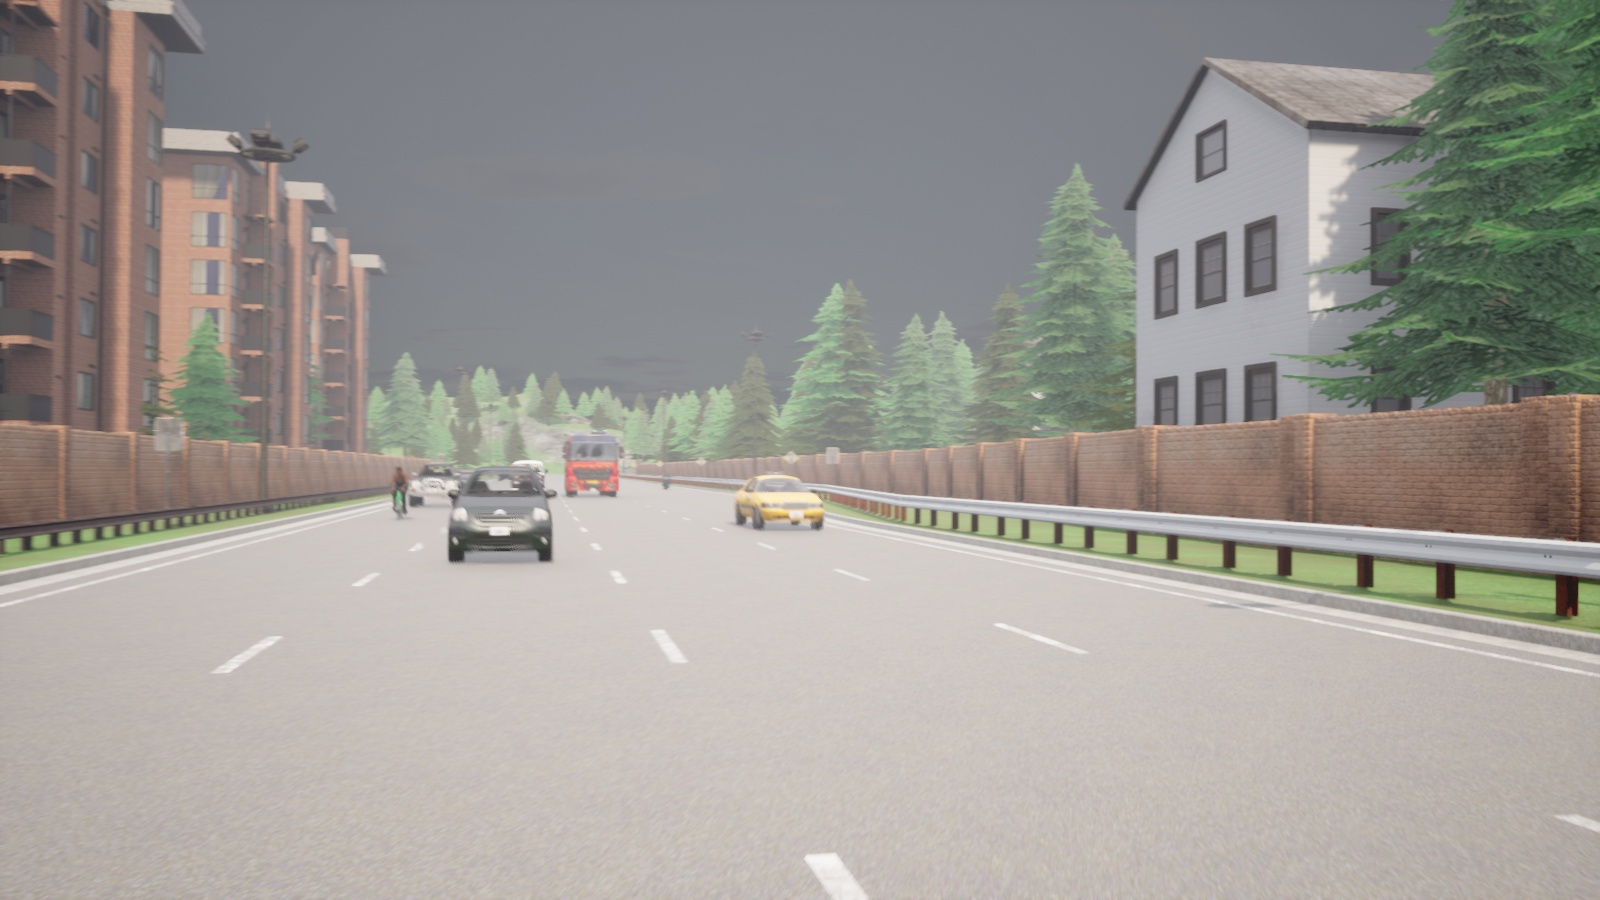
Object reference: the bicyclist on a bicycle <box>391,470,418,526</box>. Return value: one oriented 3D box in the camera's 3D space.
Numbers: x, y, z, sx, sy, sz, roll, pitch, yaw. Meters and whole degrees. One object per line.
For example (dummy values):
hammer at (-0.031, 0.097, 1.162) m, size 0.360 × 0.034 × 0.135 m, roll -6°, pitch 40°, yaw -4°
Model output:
bicyclist on a bicycle at (-11.850, 1.417, 37.674) m, size 0.582 × 1.620 × 1.656 m, roll 0°, pitch -1°, yaw -11°

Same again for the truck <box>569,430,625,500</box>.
truck at (-11.916, 0.895, 73.156) m, size 2.891 × 3.827 × 8.468 m, roll 0°, pitch -1°, yaw -11°

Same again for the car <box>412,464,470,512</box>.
car at (-14.668, 1.516, 51.546) m, size 1.932 × 1.855 × 4.605 m, roll 0°, pitch -1°, yaw -11°

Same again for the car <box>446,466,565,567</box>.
car at (-5.126, 1.092, 22.166) m, size 1.851 × 1.617 × 3.988 m, roll 0°, pitch -1°, yaw -11°

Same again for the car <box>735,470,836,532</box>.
car at (-0.506, 1.334, 34.580) m, size 1.801 × 1.575 × 5.366 m, roll 0°, pitch -1°, yaw -11°

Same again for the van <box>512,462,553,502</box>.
van at (-14.280, 1.686, 67.206) m, size 2.069 × 2.038 × 4.480 m, roll 0°, pitch -1°, yaw -11°
